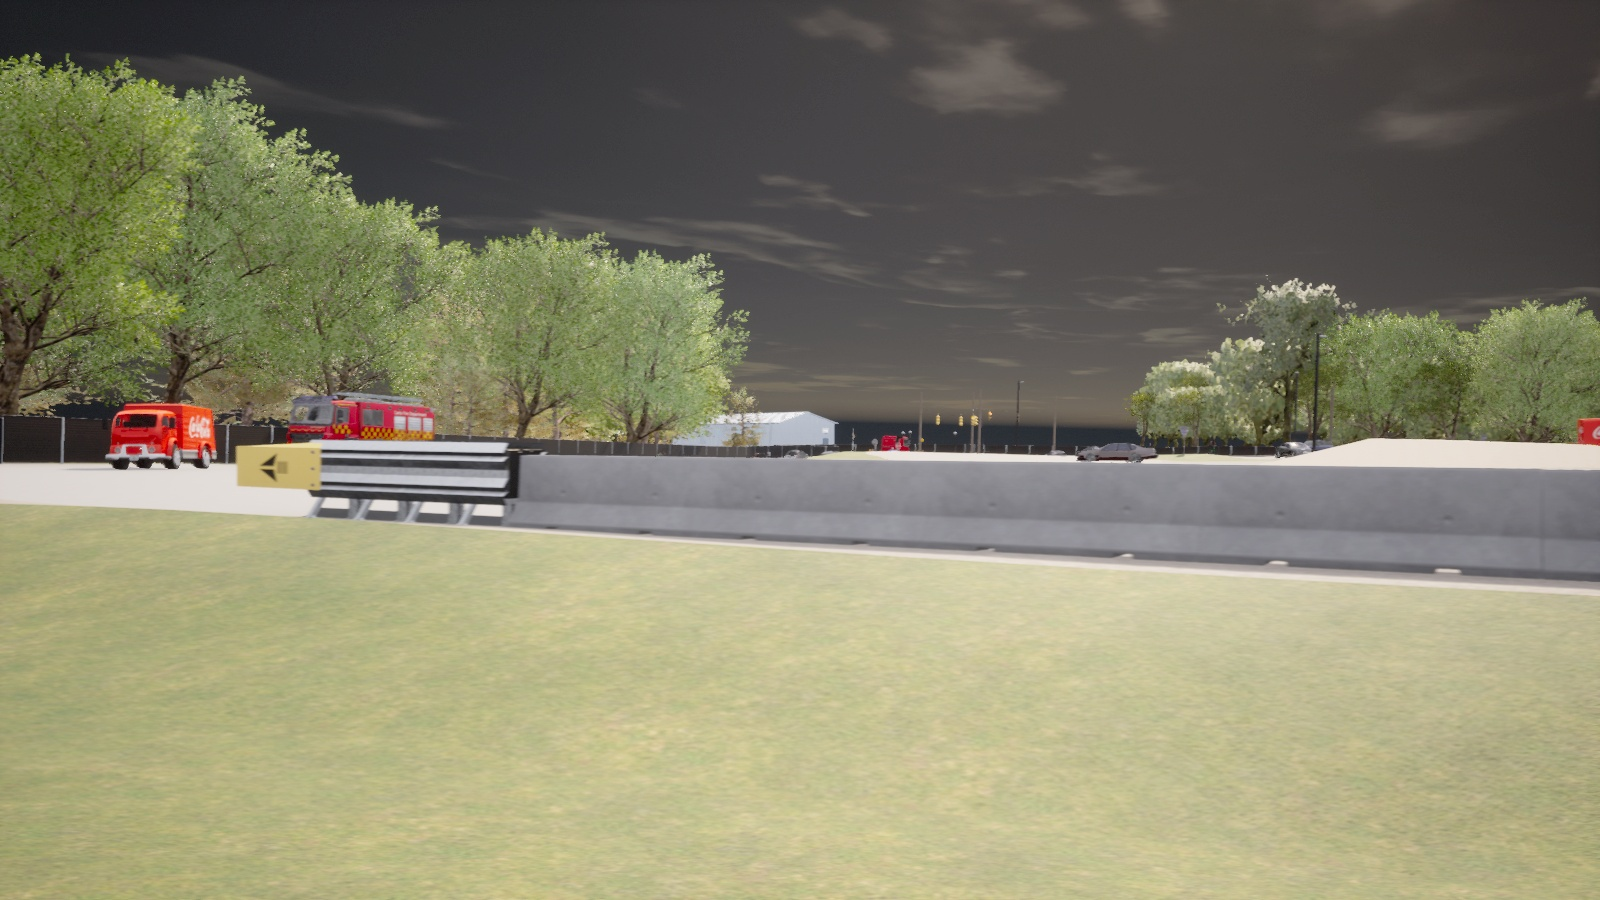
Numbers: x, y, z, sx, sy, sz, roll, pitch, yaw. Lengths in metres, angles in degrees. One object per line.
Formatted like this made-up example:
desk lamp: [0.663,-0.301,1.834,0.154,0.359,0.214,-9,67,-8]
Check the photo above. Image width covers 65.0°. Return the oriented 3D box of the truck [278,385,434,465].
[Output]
truck: [-23.555,-1.240,67.226,2.891,3.827,8.468,2,-1,22]

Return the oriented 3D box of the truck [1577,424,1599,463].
truck: [53.558,-0.449,81.238,5.204,2.467,2.627,0,1,23]

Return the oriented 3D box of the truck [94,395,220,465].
truck: [-24.189,-0.674,47.535,2.627,2.467,5.204,0,-1,-7]

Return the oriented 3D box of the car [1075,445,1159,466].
car: [21.808,0.386,86.385,5.357,1.411,2.033,-1,-1,23]
